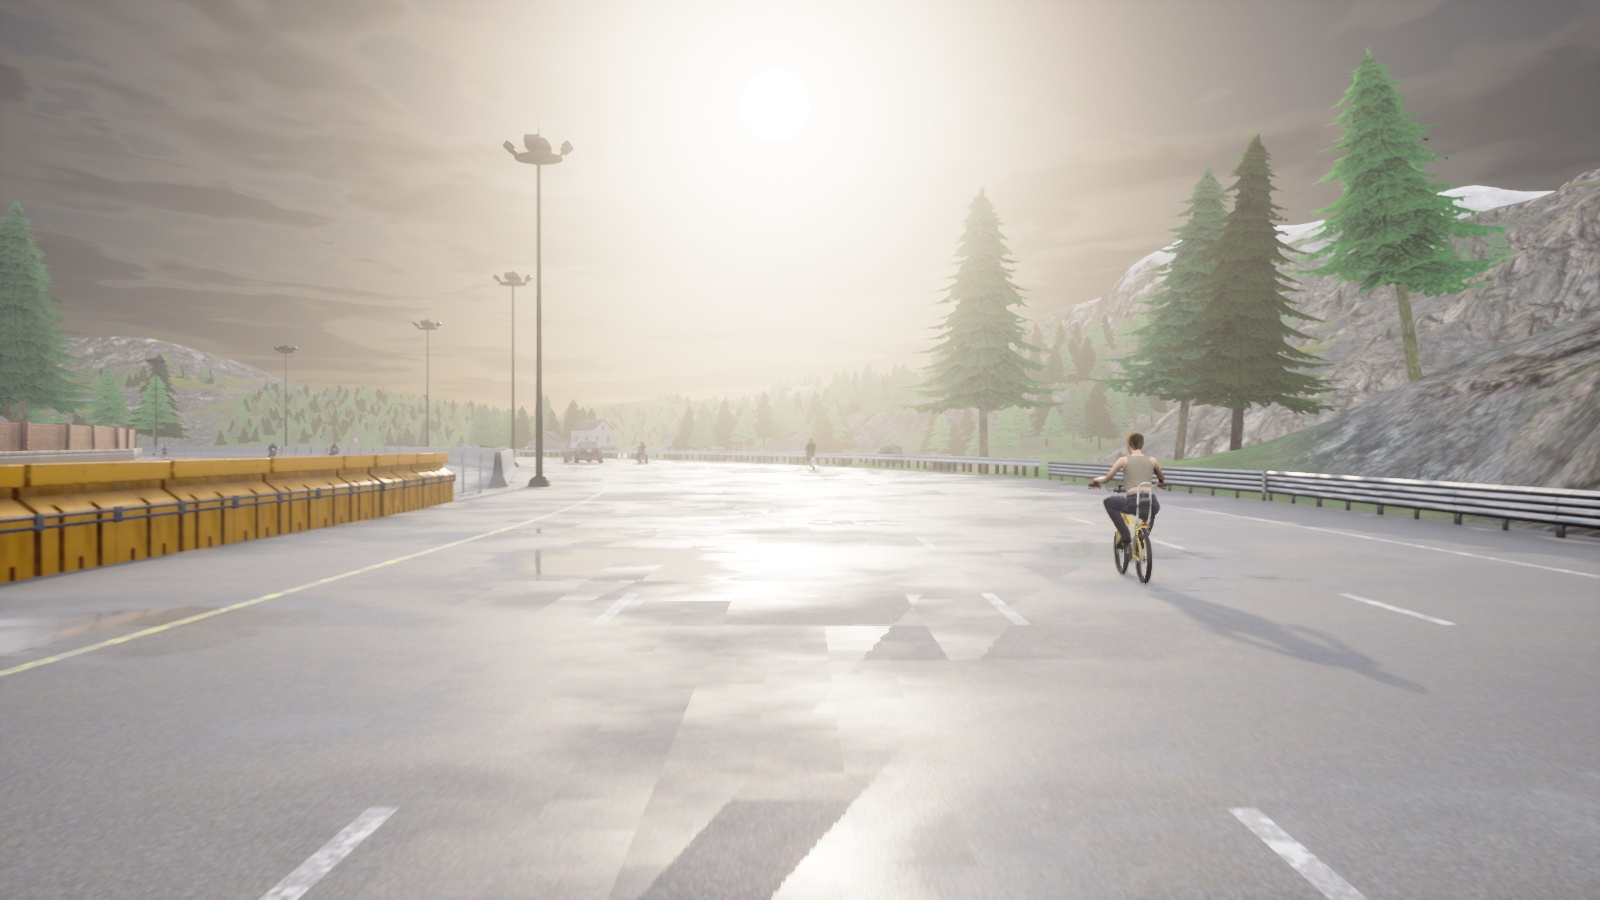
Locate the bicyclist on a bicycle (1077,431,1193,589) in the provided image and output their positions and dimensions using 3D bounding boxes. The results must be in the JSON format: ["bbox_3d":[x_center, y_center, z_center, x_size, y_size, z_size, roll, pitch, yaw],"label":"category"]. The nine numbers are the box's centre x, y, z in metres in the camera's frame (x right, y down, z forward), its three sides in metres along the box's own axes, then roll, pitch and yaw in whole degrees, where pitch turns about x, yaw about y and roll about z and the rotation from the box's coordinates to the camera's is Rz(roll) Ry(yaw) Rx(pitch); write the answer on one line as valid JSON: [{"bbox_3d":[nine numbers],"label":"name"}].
[{"bbox_3d":[3.597,0.609,13.601,0.866,1.612,1.509,0,0,1],"label":"bicyclist on a bicycle"}]

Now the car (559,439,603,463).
[{"bbox_3d":[-16.335,0.065,93.470,2.097,1.767,4.553,0,0,-25],"label":"car"}]
